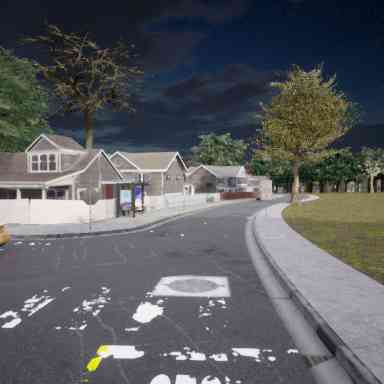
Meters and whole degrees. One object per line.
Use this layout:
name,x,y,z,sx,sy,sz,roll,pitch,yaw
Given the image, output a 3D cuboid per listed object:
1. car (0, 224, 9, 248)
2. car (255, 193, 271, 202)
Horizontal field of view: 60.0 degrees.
car,-9.531,1.661,12.418,5.008,1.535,1.882,-1,6,5
car,12.938,0.954,60.295,1.882,1.535,5.008,1,1,28
